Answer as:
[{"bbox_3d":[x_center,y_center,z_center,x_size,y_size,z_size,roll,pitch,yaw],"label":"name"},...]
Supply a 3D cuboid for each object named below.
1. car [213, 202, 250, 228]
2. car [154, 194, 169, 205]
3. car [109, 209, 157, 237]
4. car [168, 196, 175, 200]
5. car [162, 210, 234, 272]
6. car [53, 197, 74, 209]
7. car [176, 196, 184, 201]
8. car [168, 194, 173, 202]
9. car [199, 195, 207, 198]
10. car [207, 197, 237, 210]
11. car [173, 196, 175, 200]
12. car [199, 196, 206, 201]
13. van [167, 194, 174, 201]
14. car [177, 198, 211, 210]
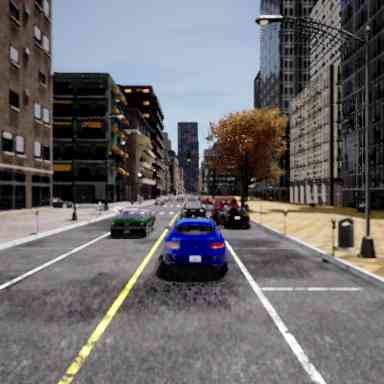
[{"bbox_3d":[2.691,1.570,21.777,1.947,1.339,4.313,0,0,0],"label":"car"},{"bbox_3d":[-5.695,1.581,59.687,2.008,1.369,4.403,0,0,0],"label":"car"},{"bbox_3d":[-3.094,1.604,18.083,1.895,1.301,4.718,0,0,0],"label":"car"},{"bbox_3d":[-5.698,1.663,92.883,1.802,1.307,4.206,0,0,0],"label":"car"},{"bbox_3d":[0.089,1.526,10.729,1.812,1.442,4.674,0,0,0],"label":"car"},{"bbox_3d":[-16.429,1.354,40.280,4.403,1.369,2.008,1,-1,-1],"label":"car"},{"bbox_3d":[-3.007,1.607,85.201,2.033,1.411,5.357,0,0,0],"label":"car"},{"bbox_3d":[-5.696,1.596,70.753,2.008,1.369,4.403,0,0,0],"label":"car"},{"bbox_3d":[2.686,1.575,59.688,1.887,1.381,4.507,0,0,0],"label":"car"},{"bbox_3d":[2.690,1.321,27.300,2.192,1.841,5.009,0,0,0],"label":"car"},{"bbox_3d":[-5.697,1.503,81.818,1.967,1.590,4.097,0,0,0],"label":"car"},{"bbox_3d":[2.682,1.653,87.351,1.802,1.307,4.206,0,0,0],"label":"car"},{"bbox_3d":[-5.698,1.413,87.351,1.690,1.788,3.998,0,0,0],"label":"van"},{"bbox_3d":[0.086,1.497,25.204,2.128,1.511,4.902,0,0,0],"label":"car"}]
